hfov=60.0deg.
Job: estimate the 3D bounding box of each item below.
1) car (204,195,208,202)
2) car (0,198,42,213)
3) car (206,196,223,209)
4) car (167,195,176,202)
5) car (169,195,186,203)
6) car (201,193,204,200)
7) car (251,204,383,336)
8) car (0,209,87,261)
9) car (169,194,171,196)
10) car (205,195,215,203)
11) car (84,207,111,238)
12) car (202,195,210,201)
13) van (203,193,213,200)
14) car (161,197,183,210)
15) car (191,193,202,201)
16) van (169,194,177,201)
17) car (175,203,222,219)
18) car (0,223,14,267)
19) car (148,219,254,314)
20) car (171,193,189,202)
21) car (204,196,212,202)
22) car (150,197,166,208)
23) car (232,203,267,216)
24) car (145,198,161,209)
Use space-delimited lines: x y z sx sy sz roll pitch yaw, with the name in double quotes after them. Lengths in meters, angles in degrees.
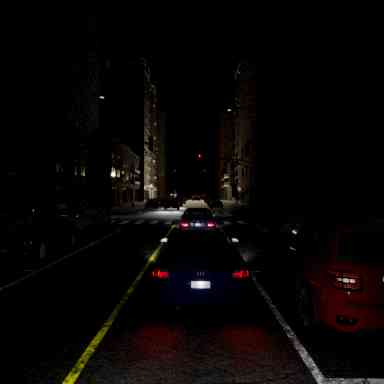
3.403 1.596 56.220 1.802 1.307 4.206 1 0 1 "car"
-16.412 1.342 29.303 4.902 1.511 2.128 1 -1 1 "car"
3.255 1.592 44.874 1.802 1.307 4.206 1 0 1 "car"
-4.823 1.465 79.030 1.967 1.590 4.097 1 0 1 "car"
-2.411 1.613 52.631 1.895 1.301 4.718 0 0 1 "car"
3.554 1.334 67.566 2.192 1.841 5.009 1 0 1 "car"
2.756 1.316 6.609 2.192 1.841 5.009 1 0 1 "car"
-5.698 1.547 12.354 1.887 1.381 4.507 1 0 1 "car"
-4.973 1.601 67.685 1.802 1.307 4.206 1 0 1 "car"
3.329 1.594 50.547 1.802 1.307 4.206 1 0 1 "car"
-5.626 1.529 17.808 1.752 1.417 4.829 1 0 1 "car"
3.849 1.598 90.257 1.947 1.339 4.313 1 0 1 "car"
3.480 1.357 61.894 1.690 1.788 3.998 1 0 1 "van"
-2.541 1.611 43.200 1.895 1.301 4.718 0 0 1 "car"
1.103 1.507 84.820 1.882 1.535 5.008 0 0 1 "car"
-4.748 1.370 84.702 1.690 1.788 3.998 1 0 1 "van"
0.276 1.551 17.799 2.033 1.411 5.357 0 0 0 "car"
-5.773 1.527 6.560 1.752 1.417 4.829 1 0 1 "car"
0.178 1.566 7.736 1.994 1.385 4.181 0 0 1 "car"
-2.256 1.368 62.272 2.097 1.767 4.553 0 0 1 "car"
3.700 1.607 78.912 1.802 1.307 4.206 1 0 1 "car"
-5.196 1.556 50.668 1.887 1.381 4.507 1 0 1 "car"
6.332 1.690 32.742 4.718 1.301 1.895 0 -1 11 "car"
-5.270 1.555 44.995 1.887 1.381 4.507 1 0 1 "car"
